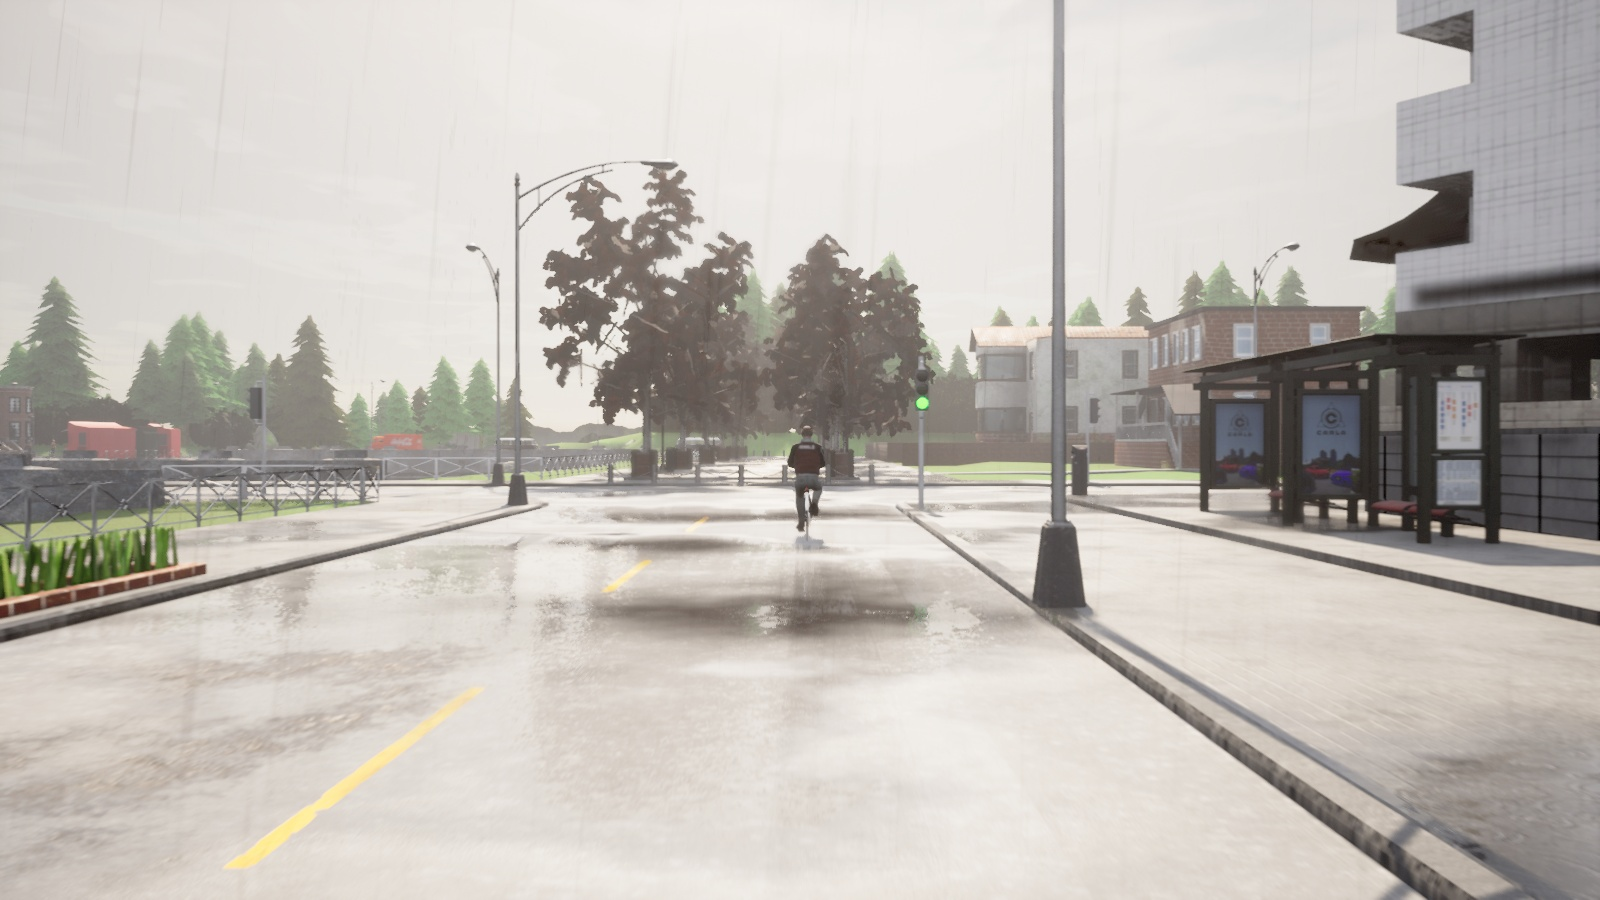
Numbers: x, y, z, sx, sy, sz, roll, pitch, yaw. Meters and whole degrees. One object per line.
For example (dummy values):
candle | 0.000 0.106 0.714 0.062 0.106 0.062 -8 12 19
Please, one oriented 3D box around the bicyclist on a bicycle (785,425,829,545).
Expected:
bicyclist on a bicycle | 0.113 0.507 19.499 0.659 1.776 1.843 0 0 1
